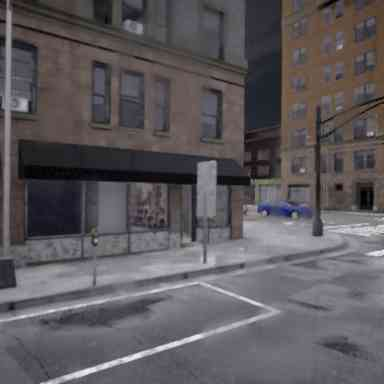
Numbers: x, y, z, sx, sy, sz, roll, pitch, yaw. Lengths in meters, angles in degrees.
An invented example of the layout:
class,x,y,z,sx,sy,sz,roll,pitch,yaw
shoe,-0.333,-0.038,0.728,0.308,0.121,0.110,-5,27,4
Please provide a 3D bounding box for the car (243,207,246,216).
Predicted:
class,x,y,z,sx,sy,sz,roll,pitch,yaw
car,2.642,1.385,28.195,1.994,1.385,4.181,1,0,-35

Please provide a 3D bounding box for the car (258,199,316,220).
class,x,y,z,sx,sy,sz,roll,pitch,yaw
car,7.563,1.364,26.852,1.882,1.535,5.008,1,0,-35
